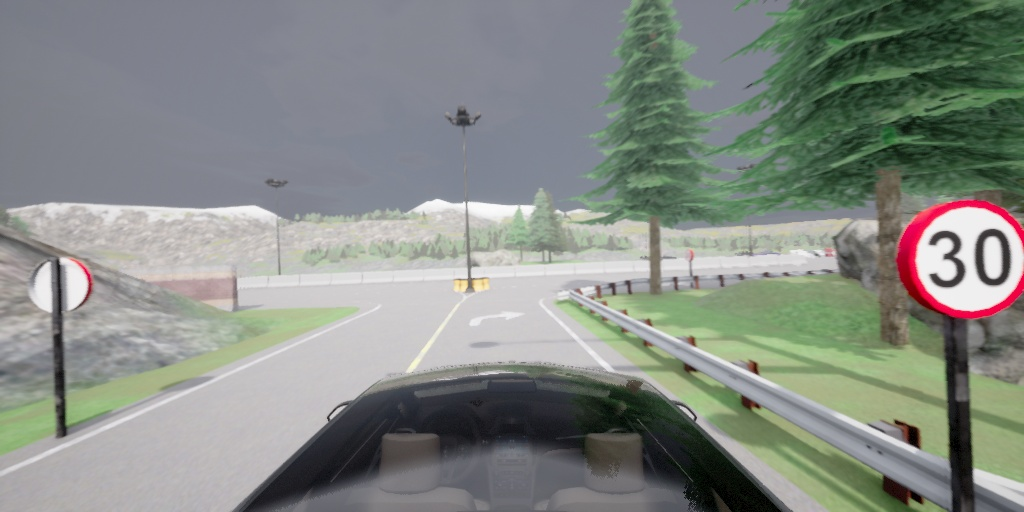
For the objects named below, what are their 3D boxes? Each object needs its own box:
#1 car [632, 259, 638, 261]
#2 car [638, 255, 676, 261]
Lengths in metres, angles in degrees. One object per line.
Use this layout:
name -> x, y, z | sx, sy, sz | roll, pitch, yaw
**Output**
car -> 21.463, 0.747, 57.343 | 4.892, 1.490, 1.837 | -3, 0, -2
car -> 22.142, 0.709, 53.884 | 4.892, 1.490, 1.837 | -3, 0, -3
